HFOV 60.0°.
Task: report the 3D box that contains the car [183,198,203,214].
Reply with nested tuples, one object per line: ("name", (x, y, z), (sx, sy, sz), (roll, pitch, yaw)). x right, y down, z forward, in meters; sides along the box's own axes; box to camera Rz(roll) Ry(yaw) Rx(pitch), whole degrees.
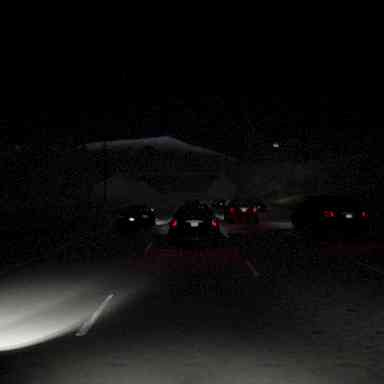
("car", (0.102, 1.468, 36.158), (2.033, 1.411, 5.357), (0, 0, 0))

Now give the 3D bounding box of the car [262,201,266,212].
("car", (7.102, 1.444, 37.461), (1.812, 1.442, 4.674), (0, 0, 0))

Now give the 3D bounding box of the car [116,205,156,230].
("car", (-3.398, 1.518, 20.763), (1.994, 1.385, 4.181), (0, 0, 0))

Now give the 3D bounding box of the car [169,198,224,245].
("car", (0.101, 1.318, 15.410), (2.097, 1.767, 4.553), (0, 0, 0))

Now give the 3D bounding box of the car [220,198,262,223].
("car", (3.602, 1.297, 25.227), (2.097, 1.767, 4.553), (0, 0, 0))

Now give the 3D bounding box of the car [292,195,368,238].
("car", (7.101, 1.183, 17.720), (2.150, 2.045, 5.566), (0, 0, 0))
